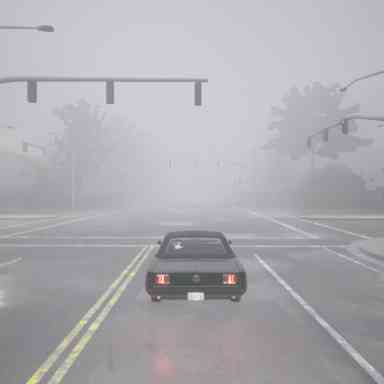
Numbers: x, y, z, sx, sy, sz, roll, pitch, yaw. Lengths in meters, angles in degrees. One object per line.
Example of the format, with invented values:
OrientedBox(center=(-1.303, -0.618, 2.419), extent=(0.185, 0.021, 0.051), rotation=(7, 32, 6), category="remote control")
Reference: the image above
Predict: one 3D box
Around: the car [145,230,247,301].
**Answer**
OrientedBox(center=(0.066, 1.601, 8.242), extent=(1.895, 1.301, 4.718), rotation=(0, 0, 0), category="car")
